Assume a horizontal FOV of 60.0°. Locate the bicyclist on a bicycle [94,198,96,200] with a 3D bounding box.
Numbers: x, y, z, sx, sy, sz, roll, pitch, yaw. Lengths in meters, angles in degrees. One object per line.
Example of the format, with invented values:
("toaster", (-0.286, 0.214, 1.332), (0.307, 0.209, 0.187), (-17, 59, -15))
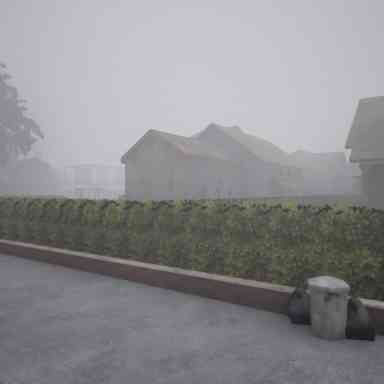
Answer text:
("bicyclist on a bicycle", (-8.768, 1.342, 30.369), (1.656, 1.620, 0.582), (0, 0, 35))
